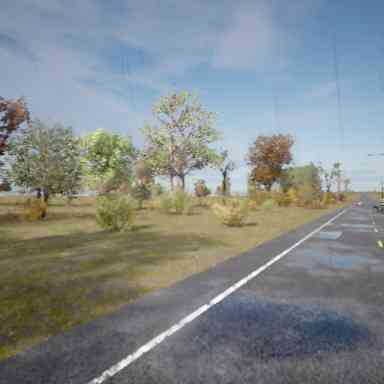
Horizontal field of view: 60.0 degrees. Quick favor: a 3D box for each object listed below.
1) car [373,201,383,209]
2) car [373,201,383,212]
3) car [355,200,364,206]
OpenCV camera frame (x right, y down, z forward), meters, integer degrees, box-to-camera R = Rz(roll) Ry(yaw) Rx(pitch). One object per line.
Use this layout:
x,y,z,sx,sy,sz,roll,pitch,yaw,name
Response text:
36.204,2.524,64.513,1.994,1.385,4.181,0,-1,27,car
28.426,2.241,49.322,2.128,1.511,4.902,0,-1,28,car
41.341,2.733,81.992,2.128,1.511,4.902,0,-1,27,car
